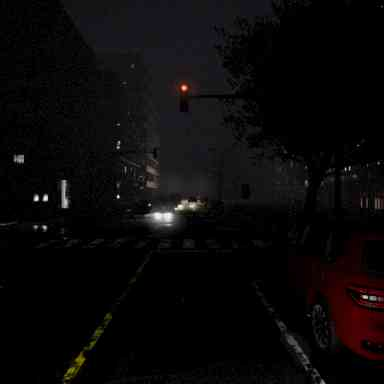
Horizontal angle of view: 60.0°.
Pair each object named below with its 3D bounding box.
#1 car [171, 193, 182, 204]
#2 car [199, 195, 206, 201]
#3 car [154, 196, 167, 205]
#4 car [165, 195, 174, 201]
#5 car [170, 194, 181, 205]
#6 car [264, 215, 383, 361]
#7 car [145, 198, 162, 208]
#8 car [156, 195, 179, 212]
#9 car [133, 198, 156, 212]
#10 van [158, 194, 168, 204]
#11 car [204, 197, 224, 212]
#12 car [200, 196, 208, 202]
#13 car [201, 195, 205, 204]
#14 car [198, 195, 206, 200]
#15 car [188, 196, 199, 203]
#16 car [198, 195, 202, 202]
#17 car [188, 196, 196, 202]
[{"bbox_3d":[-3.037,1.256,60.122,2.150,2.045,5.566,0,0,0],"label":"car"},{"bbox_3d":[2.733,1.620,88.083,1.887,1.381,4.507,0,0,0],"label":"car"},{"bbox_3d":[-5.660,1.475,60.424,1.967,1.590,4.097,0,0,0],"label":"car"},{"bbox_3d":[-5.650,1.506,82.554,1.967,1.590,4.097,0,0,0],"label":"car"},{"bbox_3d":[-3.062,1.500,49.409,1.882,1.535,5.008,0,0,0],"label":"car"},{"bbox_3d":[2.696,1.315,5.900,2.192,1.841,5.009,0,0,0],"label":"car"},{"bbox_3d":[-5.665,1.573,49.358,2.008,1.369,4.403,0,0,0],"label":"car"},{"bbox_3d":[-3.074,1.504,39.188,2.128,1.511,4.902,0,0,2],"label":"car"},{"bbox_3d":[-5.670,1.562,38.292,2.008,1.369,4.403,0,0,0],"label":"car"},{"bbox_3d":[-5.657,1.383,65.957,1.690,1.788,3.998,0,0,0],"label":"van"},{"bbox_3d":[2.710,1.556,38.288,1.887,1.381,4.507,0,0,0],"label":"car"},{"bbox_3d":[2.728,1.583,77.187,1.752,1.417,4.829,0,0,0],"label":"car"},{"bbox_3d":[2.715,1.548,49.524,1.752,1.417,4.829,0,0,0],"label":"car"},{"bbox_3d":[2.736,1.637,93.615,2.008,1.369,4.403,0,0,0],"label":"car"},{"bbox_3d":[0.137,1.611,69.468,1.994,1.385,4.181,0,0,0],"label":"car"},{"bbox_3d":[2.723,1.624,65.951,1.802,1.307,4.206,0,0,0],"label":"car"},{"bbox_3d":[0.040,1.656,79.369,1.895,1.301,4.718,0,0,0],"label":"car"}]
